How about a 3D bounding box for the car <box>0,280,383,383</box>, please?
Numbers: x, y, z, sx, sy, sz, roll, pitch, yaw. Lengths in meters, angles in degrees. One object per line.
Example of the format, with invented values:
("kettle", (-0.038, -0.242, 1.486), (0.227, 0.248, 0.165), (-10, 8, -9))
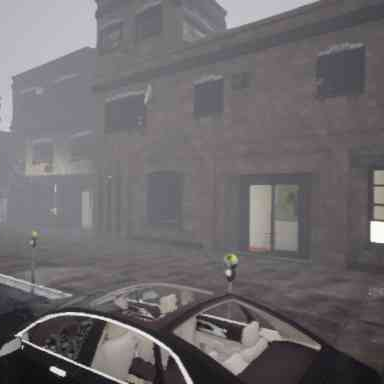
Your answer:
("car", (-0.576, 1.604, 3.266), (4.403, 1.369, 2.008), (-1, 0, 36))
